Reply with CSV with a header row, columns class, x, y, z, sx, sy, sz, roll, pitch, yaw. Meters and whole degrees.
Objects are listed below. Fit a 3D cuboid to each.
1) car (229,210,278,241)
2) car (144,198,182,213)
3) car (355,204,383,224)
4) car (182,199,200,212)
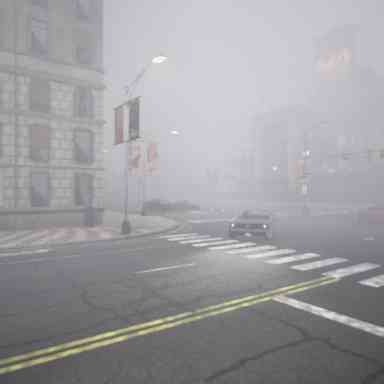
class,x,y,z,sx,sy,sz,roll,pitch,yaw
car,3.263,1.600,16.998,1.895,1.301,4.718,0,0,20
car,-3.508,1.476,36.654,1.882,1.535,5.008,0,0,-36
car,13.821,1.562,23.473,4.181,1.385,1.994,0,0,23
car,-0.884,1.562,38.998,1.994,1.385,4.181,0,0,-36
